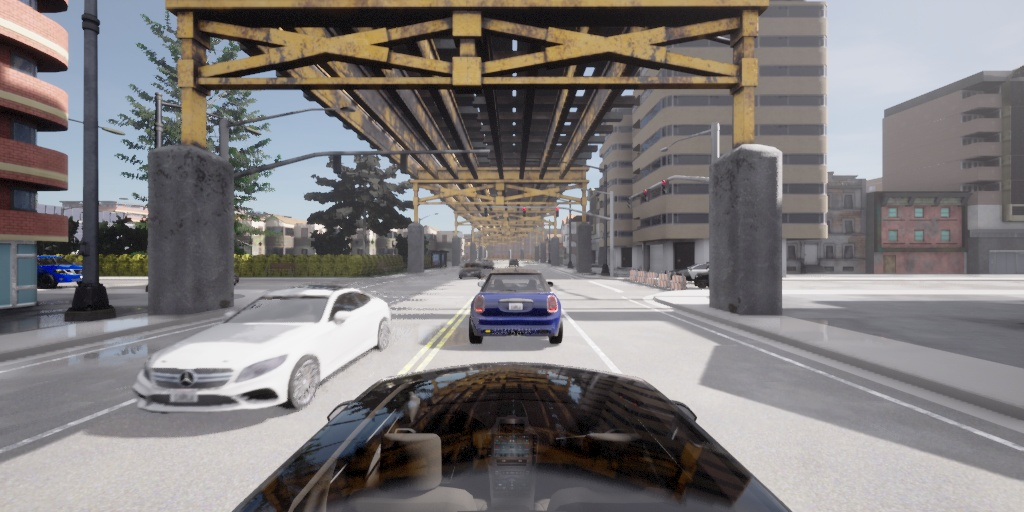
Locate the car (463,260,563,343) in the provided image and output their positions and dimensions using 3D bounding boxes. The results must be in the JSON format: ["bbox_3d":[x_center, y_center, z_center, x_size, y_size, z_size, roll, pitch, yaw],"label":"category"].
[{"bbox_3d":[0.102,1.102,9.794,2.097,1.767,4.553,0,0,1],"label":"car"}]

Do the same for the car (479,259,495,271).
[{"bbox_3d":[-3.421,1.253,49.439,1.837,1.490,4.892,0,0,0],"label":"car"}]

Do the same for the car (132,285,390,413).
[{"bbox_3d":[-3.587,1.275,6.257,1.812,1.442,4.674,0,0,0],"label":"car"}]

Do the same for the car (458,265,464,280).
[{"bbox_3d":[-3.496,1.275,31.421,1.812,1.442,4.674,0,0,0],"label":"car"}]

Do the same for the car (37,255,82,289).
[{"bbox_3d":[-29.647,0.971,22.512,5.566,2.045,2.150,0,0,0],"label":"car"}]

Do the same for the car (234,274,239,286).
[{"bbox_3d":[-19.785,1.275,22.452,4.674,1.442,1.812,0,0,0],"label":"car"}]
